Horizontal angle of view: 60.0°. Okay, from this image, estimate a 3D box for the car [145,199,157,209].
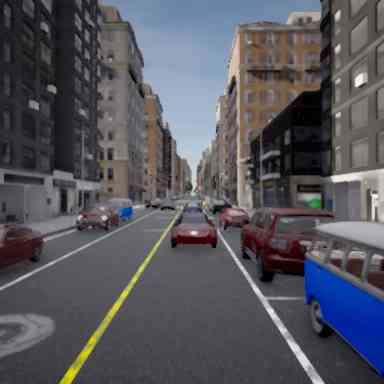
[{"bbox_3d":[-5.848,1.751,49.496,1.947,1.339,4.313,1,0,0],"label":"car"}]

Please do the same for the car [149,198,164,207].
[{"bbox_3d":[-5.847,1.751,55.169,1.887,1.381,4.507,1,0,0],"label":"car"}]

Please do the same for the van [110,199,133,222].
[{"bbox_3d":[-5.847,1.441,26.805,1.690,1.788,3.998,1,0,0],"label":"van"}]

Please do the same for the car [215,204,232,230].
[{"bbox_3d":[2.676,1.660,21.125,1.802,1.307,4.206,1,0,0],"label":"car"}]

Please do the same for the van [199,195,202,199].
[{"bbox_3d":[2.681,1.568,60.839,1.690,1.788,3.998,1,0,0],"label":"van"}]

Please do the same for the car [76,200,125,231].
[{"bbox_3d":[-5.848,1.519,21.132,1.967,1.590,4.097,1,0,0],"label":"car"}]

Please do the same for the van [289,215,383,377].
[{"bbox_3d":[2.677,1.356,4.106,1.690,1.788,3.998,1,0,0],"label":"van"}]

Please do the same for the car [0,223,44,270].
[{"bbox_3d":[-5.850,1.618,9.786,1.802,1.307,4.206,1,0,0],"label":"car"}]

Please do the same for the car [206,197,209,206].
[{"bbox_3d":[3.151,1.686,42.909,1.812,1.442,4.674,0,0,0],"label":"car"}]

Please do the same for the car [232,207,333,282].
[{"bbox_3d":[2.678,1.351,9.779,2.192,1.841,5.009,1,0,0],"label":"car"}]

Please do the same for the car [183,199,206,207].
[{"bbox_3d":[0.091,1.642,31.096,1.812,1.442,4.674,0,0,0],"label":"car"}]

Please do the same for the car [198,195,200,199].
[{"bbox_3d":[2.679,1.773,66.682,1.752,1.417,4.829,1,0,0],"label":"car"}]

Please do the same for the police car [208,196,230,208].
[{"bbox_3d":[3.136,1.560,36.019,1.930,1.638,5.238,0,0,0],"label":"police car"}]

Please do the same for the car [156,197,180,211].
[{"bbox_3d":[-3.094,1.711,43.654,2.033,1.411,5.357,0,0,0],"label":"car"}]

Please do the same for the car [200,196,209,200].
[{"bbox_3d":[2.679,1.732,55.335,1.752,1.417,4.829,1,0,0],"label":"car"}]

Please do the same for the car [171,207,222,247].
[{"bbox_3d":[0.087,1.621,15.342,1.994,1.385,4.181,0,0,0],"label":"car"}]
